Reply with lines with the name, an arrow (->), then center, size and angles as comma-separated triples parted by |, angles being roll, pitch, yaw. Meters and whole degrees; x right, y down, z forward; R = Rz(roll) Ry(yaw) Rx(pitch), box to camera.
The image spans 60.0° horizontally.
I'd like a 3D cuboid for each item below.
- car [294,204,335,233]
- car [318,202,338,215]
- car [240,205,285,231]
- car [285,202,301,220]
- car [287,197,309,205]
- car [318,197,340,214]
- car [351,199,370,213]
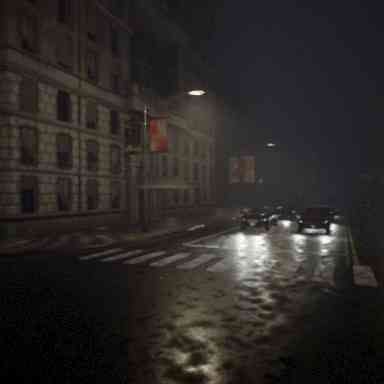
car -> 7.976, 1.740, 21.443 | 1.812, 1.442, 4.674 | -1, -1, 24
car -> 12.065, 1.897, 30.459 | 1.895, 1.301, 4.718 | -1, -1, 25
car -> 4.715, 1.747, 22.730 | 2.128, 1.511, 4.902 | -1, -1, 24
car -> 8.851, 1.902, 31.823 | 1.994, 1.385, 4.181 | -1, -1, 26
car -> 13.241, 1.645, 41.332 | 2.150, 2.045, 5.566 | -1, -1, 25
car -> 16.522, 1.604, 40.051 | 2.150, 2.045, 5.566 | -1, -1, 25
car -> 22.154, 1.738, 43.693 | 2.097, 1.767, 4.553 | -1, -1, 25
